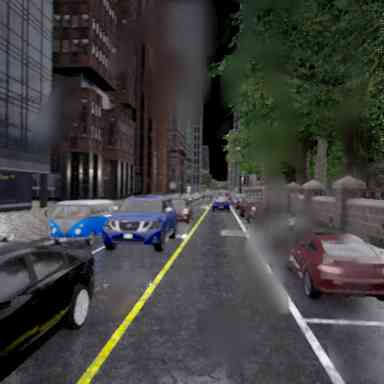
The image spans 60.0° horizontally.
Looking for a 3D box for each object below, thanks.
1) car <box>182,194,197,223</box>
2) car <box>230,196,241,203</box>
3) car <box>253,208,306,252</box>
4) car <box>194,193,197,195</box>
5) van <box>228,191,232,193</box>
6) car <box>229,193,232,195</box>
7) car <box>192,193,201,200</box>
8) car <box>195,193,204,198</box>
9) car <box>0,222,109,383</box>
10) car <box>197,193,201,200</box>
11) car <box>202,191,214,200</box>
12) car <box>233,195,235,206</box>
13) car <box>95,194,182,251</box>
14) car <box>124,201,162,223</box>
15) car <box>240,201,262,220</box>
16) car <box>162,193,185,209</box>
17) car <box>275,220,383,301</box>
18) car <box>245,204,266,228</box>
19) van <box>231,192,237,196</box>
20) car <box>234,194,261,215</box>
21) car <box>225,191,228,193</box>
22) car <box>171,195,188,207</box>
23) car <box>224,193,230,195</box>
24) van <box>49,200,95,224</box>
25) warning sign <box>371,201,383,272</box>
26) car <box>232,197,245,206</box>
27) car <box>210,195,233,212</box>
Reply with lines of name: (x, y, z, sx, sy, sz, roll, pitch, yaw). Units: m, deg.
car: (-1.050, 1.278, 24.510, 2.097, 1.767, 4.553, 1, 0, 5)
car: (8.197, 1.384, 63.295, 1.802, 1.307, 4.206, 1, 0, 5)
car: (3.878, 1.591, 13.759, 2.008, 1.369, 4.403, 1, 0, 5)
car: (-0.774, 1.143, 58.519, 1.967, 1.590, 4.097, 1, 0, 5)
van: (8.681, 1.104, 68.797, 1.690, 1.788, 3.998, 1, 1, 5)
car: (7.733, 1.363, 57.961, 1.752, 1.417, 4.829, 1, 0, 5)
car: (1.146, 0.984, 80.533, 1.967, 1.590, 4.097, 1, 1, 5)
car: (2.103, 1.020, 91.539, 1.947, 1.339, 4.313, 1, 1, 5)
car: (-2.842, 1.429, 4.081, 1.882, 1.535, 5.008, 1, 0, 5)
car: (0.184, 1.178, 69.527, 2.008, 1.369, 4.403, 1, 0, 5)
car: (3.489, 0.709, 75.558, 2.150, 2.045, 5.566, 1, 1, 5)
car: (6.278, 1.490, 41.282, 1.887, 1.381, 4.507, 1, 0, 5)
car: (-1.952, 1.169, 14.229, 2.150, 2.045, 5.566, 1, 0, 5)
car: (-3.656, 1.426, 25.498, 1.887, 1.381, 4.507, 1, 0, 5)
car: (4.837, 1.598, 24.769, 1.802, 1.307, 4.206, 1, 0, 5)
car: (-2.212, 1.125, 42.010, 2.192, 1.841, 5.009, 1, 0, 5)
car: (3.398, 1.627, 8.254, 1.802, 1.307, 4.206, 1, 0, 5)
car: (4.356, 1.596, 19.264, 1.947, 1.339, 4.313, 1, 0, 5)
van: (6.762, 1.253, 46.783, 1.690, 1.788, 3.998, 1, 0, 5)
car: (5.321, 1.313, 30.272, 2.192, 1.841, 5.009, 1, 0, 5)
car: (9.161, 1.037, 74.300, 2.192, 1.841, 5.009, 1, 1, 5)
car: (-1.733, 1.216, 47.513, 1.967, 1.590, 4.097, 1, 0, 5)
car: (4.258, 1.335, 48.781, 1.882, 1.535, 5.008, 1, 1, 5)
van: (-4.613, 1.245, 14.488, 1.690, 1.788, 3.998, 1, 0, 5)
warning sign: (5.795, 1.197, 9.045, 1.300, 1.860, 1.060, 1, 0, 5)
car: (7.237, 1.457, 52.289, 1.802, 1.307, 4.206, 1, 0, 5)
car: (3.270, 1.402, 37.414, 1.882, 1.535, 5.008, 1, 0, 5)
